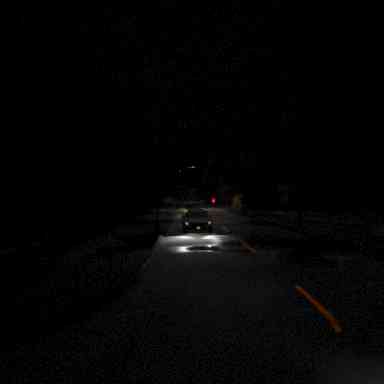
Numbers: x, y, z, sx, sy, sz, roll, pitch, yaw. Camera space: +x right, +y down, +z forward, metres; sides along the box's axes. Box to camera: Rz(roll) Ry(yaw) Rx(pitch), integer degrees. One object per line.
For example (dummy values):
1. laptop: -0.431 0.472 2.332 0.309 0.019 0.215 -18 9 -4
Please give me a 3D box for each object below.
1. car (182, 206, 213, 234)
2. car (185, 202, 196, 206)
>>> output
1. car: 0.332 1.866 21.901 1.812 1.442 4.674 -1 -1 -1
2. car: -0.239 2.536 63.263 2.033 1.411 5.357 -1 -1 -1
